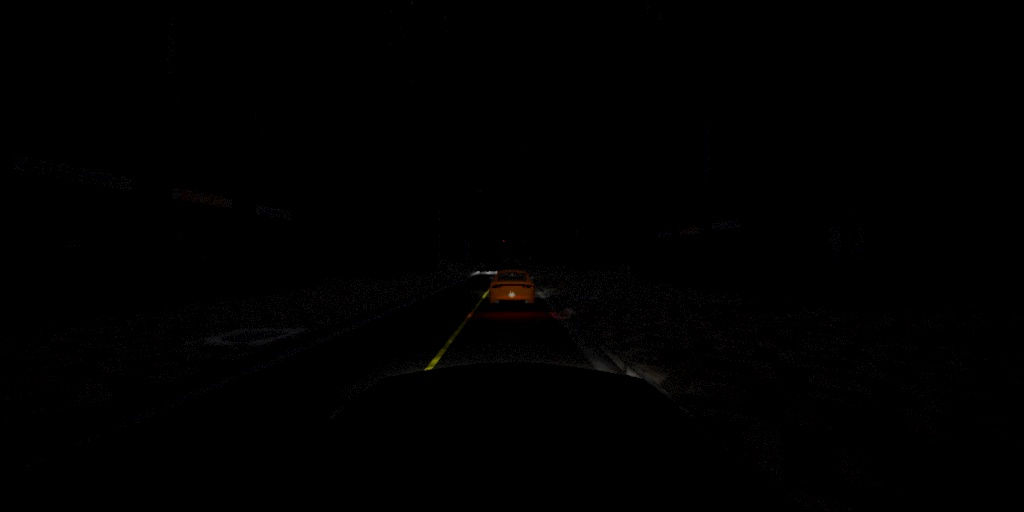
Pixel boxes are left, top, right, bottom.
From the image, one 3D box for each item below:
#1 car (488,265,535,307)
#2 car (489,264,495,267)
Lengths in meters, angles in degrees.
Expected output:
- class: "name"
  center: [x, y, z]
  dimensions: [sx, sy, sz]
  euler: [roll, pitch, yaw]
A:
- class: "car"
  center: [0.007, 1.368, 16.329]
  dimensions: [1.882, 1.535, 5.008]
  euler: [0, 0, 0]
- class: "car"
  center: [-2.998, 1.953, 60.476]
  dimensions: [1.895, 1.301, 4.718]
  euler: [0, -1, 0]
